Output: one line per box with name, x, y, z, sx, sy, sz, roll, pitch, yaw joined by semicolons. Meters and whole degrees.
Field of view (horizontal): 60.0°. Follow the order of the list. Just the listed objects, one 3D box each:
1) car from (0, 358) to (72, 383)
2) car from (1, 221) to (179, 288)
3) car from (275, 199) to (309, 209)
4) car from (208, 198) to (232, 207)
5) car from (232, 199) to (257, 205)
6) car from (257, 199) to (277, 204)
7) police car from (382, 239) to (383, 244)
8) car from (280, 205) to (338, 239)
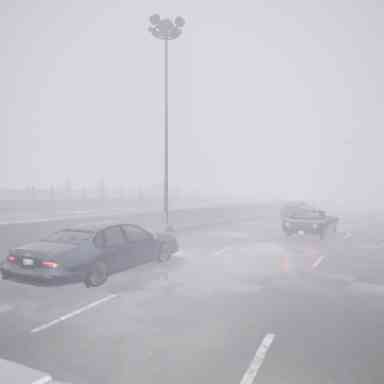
car;-2.395;1.601;0.746;1.895;1.301;4.718;0;0;21
car;-2.378;1.548;9.384;2.033;1.411;5.357;0;0;27
car;8.740;1.505;27.265;1.837;1.490;4.892;0;0;34
car;4.011;1.527;45.490;1.812;1.442;4.674;0;0;35
car;7.542;1.565;44.446;1.994;1.385;4.181;0;0;35
car;10.430;1.565;42.471;1.994;1.385;4.181;0;0;35
police car;5.143;1.425;6.827;1.930;1.638;5.238;0;0;27
car;6.344;1.601;17.476;1.895;1.301;4.718;0;0;33
